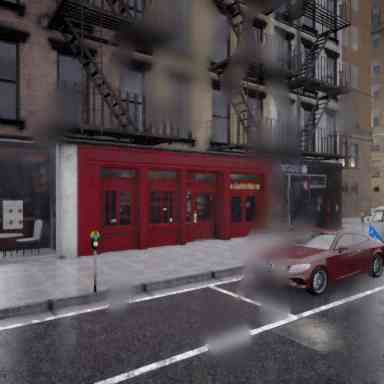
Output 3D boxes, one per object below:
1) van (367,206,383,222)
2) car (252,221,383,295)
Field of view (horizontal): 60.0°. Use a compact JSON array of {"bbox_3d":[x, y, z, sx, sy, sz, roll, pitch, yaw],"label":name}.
[{"bbox_3d":[7.832,1.340,11.747,3.998,1.788,1.690,0,0,-35],"label":"van"},{"bbox_3d":[3.424,1.581,8.618,4.206,1.307,1.802,0,0,-35],"label":"car"}]
